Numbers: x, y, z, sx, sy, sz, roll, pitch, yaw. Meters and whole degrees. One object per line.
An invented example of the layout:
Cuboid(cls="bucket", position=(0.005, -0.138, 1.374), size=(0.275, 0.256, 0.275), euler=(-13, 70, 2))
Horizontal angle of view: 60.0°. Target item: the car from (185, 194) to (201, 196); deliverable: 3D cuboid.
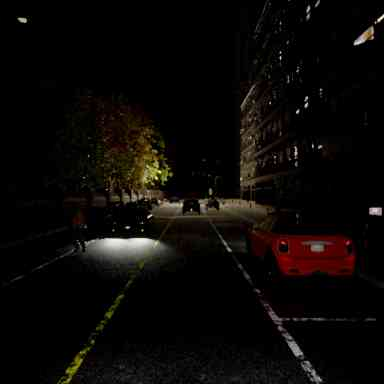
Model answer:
Cuboid(cls="car", position=(-0.115, 1.243, 47.069), size=(2.150, 2.045, 5.566), euler=(0, 0, 1))

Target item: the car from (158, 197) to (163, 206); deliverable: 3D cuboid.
Cuboid(cls="car", position=(-5.967, 1.576, 52.947), size=(2.008, 1.369, 4.403), euler=(0, 0, 0))

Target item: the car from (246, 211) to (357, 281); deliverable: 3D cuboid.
Cuboid(cls="car", position=(2.961, 1.353, 10.004), size=(2.097, 1.767, 4.553), euler=(0, 0, 0))

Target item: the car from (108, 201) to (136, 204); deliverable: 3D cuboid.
Cuboid(cls="car", position=(-5.784, 1.447, 25.256), size=(1.967, 1.590, 4.097), euler=(0, 0, 0))

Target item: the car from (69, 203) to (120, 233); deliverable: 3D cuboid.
Cuboid(cls="car", position=(-5.763, 1.571, 19.717), size=(1.947, 1.339, 4.313), euler=(0, 0, 0))

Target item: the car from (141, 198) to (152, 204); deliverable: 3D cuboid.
Cuboid(cls="car", position=(-5.826, 1.539, 36.163), size=(1.752, 1.417, 4.829), euler=(0, 0, 0))

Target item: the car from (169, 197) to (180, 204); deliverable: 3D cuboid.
Cuboid(cls="car", position=(-3.270, 1.636, 63.009), size=(1.895, 1.301, 4.718), euler=(0, 0, 0))

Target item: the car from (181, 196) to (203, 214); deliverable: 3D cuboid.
Cuboid(cls="car", position=(-0.051, 1.519, 35.763), size=(1.837, 1.490, 4.892), euler=(0, 0, 0))

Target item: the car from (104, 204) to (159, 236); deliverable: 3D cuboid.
Cuboid(cls="car", position=(-3.171, 1.568, 18.353), size=(1.994, 1.385, 4.181), euler=(0, 0, 0))

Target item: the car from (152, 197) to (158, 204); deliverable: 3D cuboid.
Cuboid(cls="car", position=(-5.847, 1.457, 41.872), size=(1.967, 1.590, 4.097), euler=(0, 0, 0))

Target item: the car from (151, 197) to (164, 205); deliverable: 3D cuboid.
Cuboid(cls="car", position=(-6.040, 1.575, 58.487), size=(1.887, 1.381, 4.507), euler=(0, 0, 0))

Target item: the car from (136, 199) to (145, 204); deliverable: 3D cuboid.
Cuboid(cls="car", position=(-5.805, 1.592, 30.795), size=(1.802, 1.307, 4.206), euler=(0, 0, 0))

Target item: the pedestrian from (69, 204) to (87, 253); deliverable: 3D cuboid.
Cuboid(cls="pedestrian", position=(-4.192, 1.295, 12.162), size=(0.375, 1.860, 0.375), euler=(0, 0, -5))

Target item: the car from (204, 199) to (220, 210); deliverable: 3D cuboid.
Cuboid(cls="car", position=(2.532, 1.568, 41.906), size=(2.008, 1.369, 4.403), euler=(0, 0, 0))
